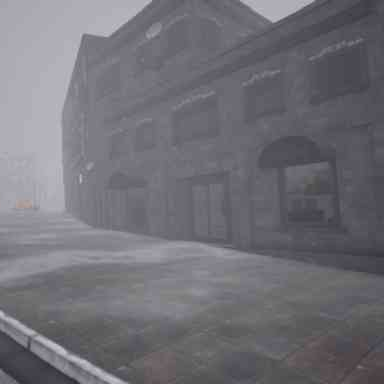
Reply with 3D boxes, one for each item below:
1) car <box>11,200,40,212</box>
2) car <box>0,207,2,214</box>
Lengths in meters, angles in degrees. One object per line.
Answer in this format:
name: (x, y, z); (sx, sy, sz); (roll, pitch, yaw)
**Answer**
car: (-25.092, 2.049, 50.934); (2.097, 1.767, 4.553); (-3, -1, -4)
car: (-23.902, 1.992, 38.548); (1.837, 1.490, 4.892); (-3, 0, -6)
